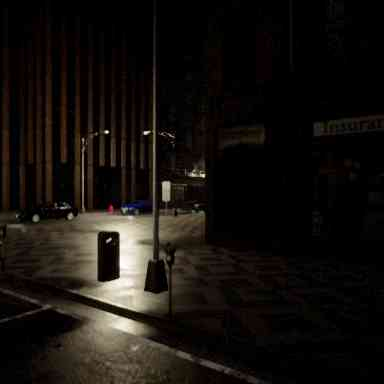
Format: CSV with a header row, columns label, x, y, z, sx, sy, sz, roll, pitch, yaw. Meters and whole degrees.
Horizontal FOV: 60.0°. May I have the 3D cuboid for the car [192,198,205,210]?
label,x,y,z,sx,sy,sz,roll,pitch,yaw
car,1.953,1.594,44.334,2.128,1.511,4.902,0,0,36

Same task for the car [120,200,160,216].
label,x,y,z,sx,sy,sz,roll,pitch,yaw
car,-5.251,1.584,34.184,1.812,1.442,4.674,0,0,36

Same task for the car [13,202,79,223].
label,x,y,z,sx,sy,sz,roll,pitch,yaw
car,-11.184,1.526,25.791,1.837,1.490,4.892,0,0,35
